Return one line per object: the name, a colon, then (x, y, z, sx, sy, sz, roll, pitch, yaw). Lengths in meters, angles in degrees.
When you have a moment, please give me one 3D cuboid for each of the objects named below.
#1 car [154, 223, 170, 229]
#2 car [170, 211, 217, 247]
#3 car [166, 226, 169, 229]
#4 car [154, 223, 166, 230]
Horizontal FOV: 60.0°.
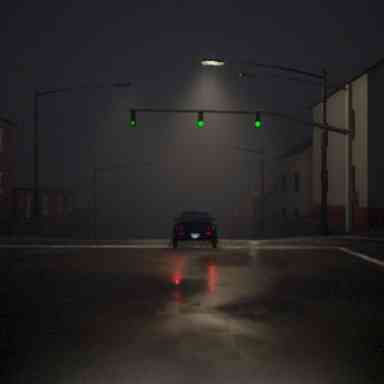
car: (-8.449, 9.400, 92.818, 4.536, 1.218, 1.853, 0, 0, 43)
car: (0.116, 1.584, 14.940, 1.812, 1.442, 4.674, 0, -3, 0)
car: (-3.804, 9.558, 92.839, 4.974, 1.542, 2.038, 0, 0, -37)
car: (-8.411, 9.558, 92.783, 4.974, 1.542, 2.038, 0, 0, 43)
